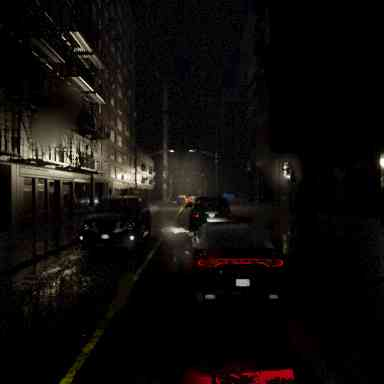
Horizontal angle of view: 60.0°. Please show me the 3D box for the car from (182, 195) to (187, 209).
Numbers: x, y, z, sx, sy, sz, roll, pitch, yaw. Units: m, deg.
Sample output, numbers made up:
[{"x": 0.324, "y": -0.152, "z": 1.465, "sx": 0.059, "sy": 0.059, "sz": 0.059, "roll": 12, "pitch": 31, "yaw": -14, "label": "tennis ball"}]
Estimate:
[{"x": 0.147, "y": 1.373, "z": 45.570, "sx": 2.097, "sy": 1.767, "sz": 4.553, "roll": 0, "pitch": 0, "yaw": 1, "label": "car"}]

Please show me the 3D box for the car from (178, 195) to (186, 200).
[{"x": -2.768, "y": 1.486, "z": 92.092, "sx": 1.882, "sy": 1.535, "sz": 5.008, "roll": 0, "pitch": 0, "yaw": 0, "label": "car"}]

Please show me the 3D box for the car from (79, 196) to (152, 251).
[{"x": -3.065, "y": 1.220, "z": 14.524, "sx": 2.150, "sy": 2.045, "sz": 5.566, "roll": 0, "pitch": 0, "yaw": 0, "label": "car"}]

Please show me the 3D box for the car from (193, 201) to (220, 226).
[{"x": 0.962, "y": 1.507, "z": 24.451, "sx": 1.837, "sy": 1.490, "sz": 4.892, "roll": 0, "pitch": 0, "yaw": 0, "label": "car"}]

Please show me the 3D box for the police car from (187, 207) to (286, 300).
[{"x": 0.920, "y": 1.424, "z": 8.560, "sx": 1.930, "sy": 1.638, "sz": 5.238, "roll": 0, "pitch": 0, "yaw": 0, "label": "police car"}]

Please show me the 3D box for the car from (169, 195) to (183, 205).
[{"x": -2.936, "y": 1.562, "z": 57.896, "sx": 1.812, "sy": 1.442, "sz": 4.674, "roll": 0, "pitch": 0, "yaw": 0, "label": "car"}]

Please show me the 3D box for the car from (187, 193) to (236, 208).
[{"x": 0.947, "y": 1.225, "z": 18.480, "sx": 2.150, "sy": 2.045, "sz": 5.566, "roll": 0, "pitch": 0, "yaw": 0, "label": "car"}]

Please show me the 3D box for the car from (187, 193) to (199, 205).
[{"x": 0.150, "y": 1.260, "z": 59.565, "sx": 2.150, "sy": 2.045, "sz": 5.566, "roll": 0, "pitch": 0, "yaw": 0, "label": "car"}]
